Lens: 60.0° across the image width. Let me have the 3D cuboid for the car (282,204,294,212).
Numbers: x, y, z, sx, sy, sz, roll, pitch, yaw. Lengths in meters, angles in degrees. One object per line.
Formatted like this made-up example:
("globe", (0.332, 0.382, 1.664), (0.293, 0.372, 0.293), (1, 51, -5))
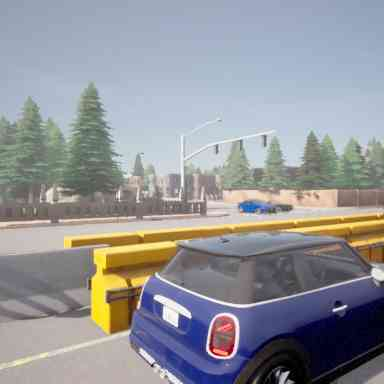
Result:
("car", (9.087, 1.601, 37.565), (1.895, 1.301, 4.718), (0, 0, -38))

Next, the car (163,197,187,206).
("car", (-2.792, 1.564, 54.109), (1.994, 1.385, 4.181), (0, 0, -35))

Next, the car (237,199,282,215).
("car", (6.545, 1.477, 33.848), (1.882, 1.535, 5.008), (0, 0, -25))

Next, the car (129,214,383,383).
("car", (1.502, 1.352, 4.797), (4.553, 1.767, 2.097), (0, 0, -35))
